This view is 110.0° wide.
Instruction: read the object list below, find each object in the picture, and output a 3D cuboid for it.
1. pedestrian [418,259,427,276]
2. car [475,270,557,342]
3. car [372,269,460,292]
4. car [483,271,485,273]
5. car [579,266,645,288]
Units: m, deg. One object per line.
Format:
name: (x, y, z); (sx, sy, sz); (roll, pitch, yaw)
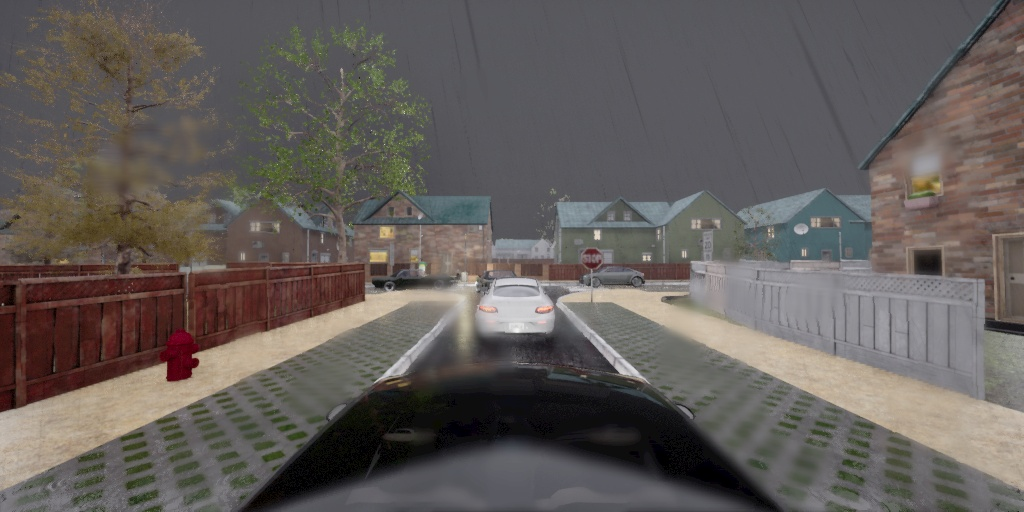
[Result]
pedestrian: (-6.701, 1.119, 26.783); (0.375, 1.860, 0.375); (0, -1, 1)
car: (0.103, 1.280, 9.694); (1.812, 1.442, 4.674); (0, 0, 0)
car: (-5.482, 1.417, 20.897); (4.718, 1.301, 1.895); (-1, -1, 1)
car: (-0.757, 1.366, 18.512); (1.895, 1.301, 4.718); (0, -1, -12)
car: (6.538, 1.344, 23.688); (4.181, 1.385, 1.994); (0, -1, 1)
